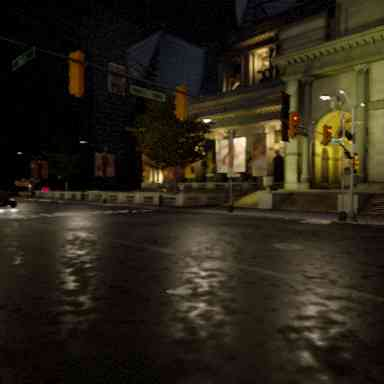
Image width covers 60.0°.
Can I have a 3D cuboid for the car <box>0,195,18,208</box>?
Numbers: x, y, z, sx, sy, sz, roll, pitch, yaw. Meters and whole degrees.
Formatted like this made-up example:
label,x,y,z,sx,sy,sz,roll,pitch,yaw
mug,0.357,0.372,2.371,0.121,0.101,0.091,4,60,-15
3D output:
label,x,y,z,sx,sy,sz,roll,pitch,yaw
car,-20.367,0.978,35.339,5.357,1.411,2.033,1,1,44
